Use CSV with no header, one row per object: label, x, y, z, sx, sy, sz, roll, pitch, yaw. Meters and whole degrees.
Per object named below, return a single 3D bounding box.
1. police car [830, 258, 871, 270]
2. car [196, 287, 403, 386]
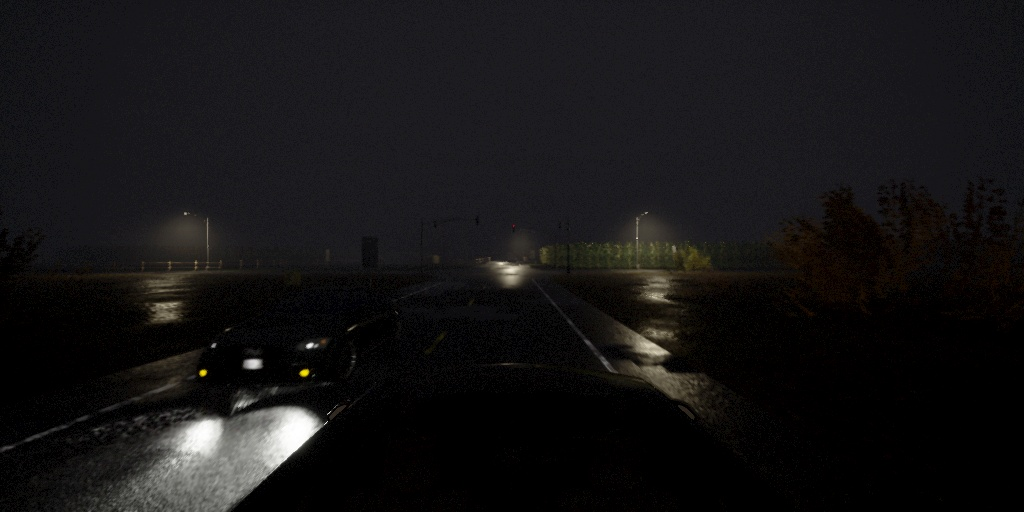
police car,43.418,1.004,46.497,5.238,1.638,1.930,0,0,0
car,-3.600,1.313,6.971,1.994,1.385,4.181,0,0,0
